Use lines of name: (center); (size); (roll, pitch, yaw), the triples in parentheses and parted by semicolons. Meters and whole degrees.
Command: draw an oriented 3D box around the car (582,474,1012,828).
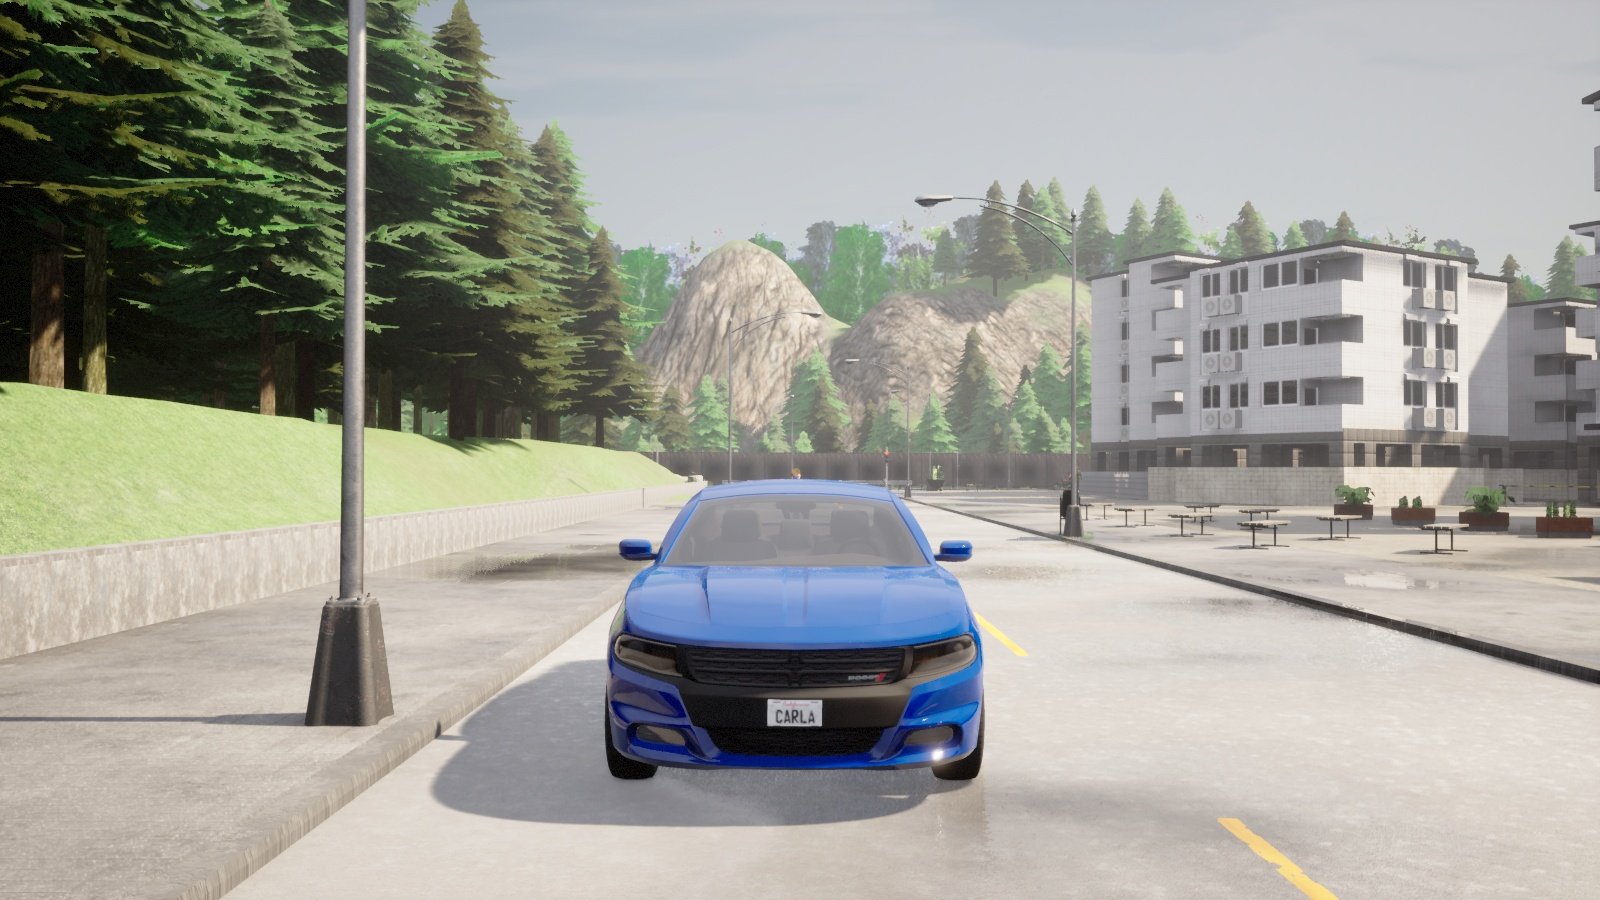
car: (-0.021, 0.927, 8.026); (1.882, 1.535, 5.008); (0, -1, 0)
